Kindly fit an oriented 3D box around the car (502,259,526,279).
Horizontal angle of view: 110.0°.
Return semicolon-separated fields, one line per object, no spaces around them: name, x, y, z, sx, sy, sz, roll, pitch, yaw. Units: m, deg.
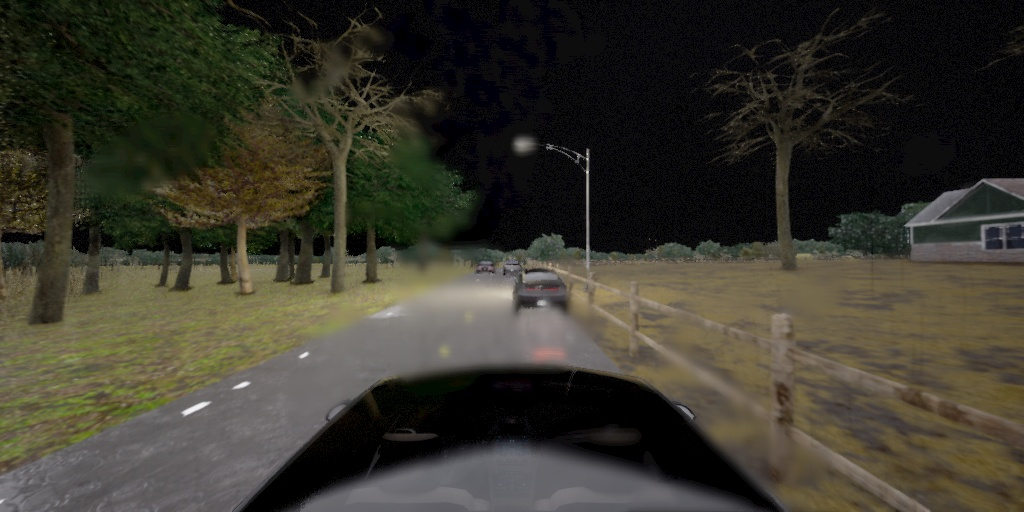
car;0.038;1.146;36.183;2.128;1.511;4.902;0;0;1

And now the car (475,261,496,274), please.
car;-2.837;1.227;39.313;1.994;1.385;4.181;0;0;0

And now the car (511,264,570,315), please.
car;0.963;1.206;13.313;1.837;1.490;4.892;0;0;0
